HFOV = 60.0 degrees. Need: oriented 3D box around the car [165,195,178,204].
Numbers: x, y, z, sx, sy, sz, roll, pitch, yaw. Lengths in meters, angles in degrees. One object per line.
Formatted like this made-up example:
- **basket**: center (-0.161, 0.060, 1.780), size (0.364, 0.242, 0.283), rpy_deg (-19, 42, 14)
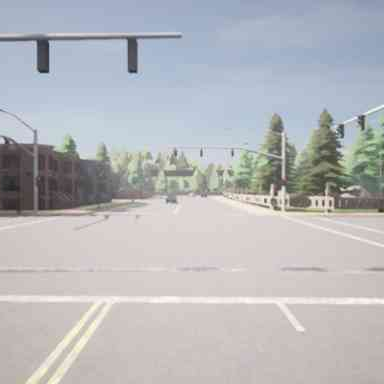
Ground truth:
- **car**: center (-3.509, 1.252, 56.858), size (1.837, 1.490, 4.892), rpy_deg (0, 0, 0)
